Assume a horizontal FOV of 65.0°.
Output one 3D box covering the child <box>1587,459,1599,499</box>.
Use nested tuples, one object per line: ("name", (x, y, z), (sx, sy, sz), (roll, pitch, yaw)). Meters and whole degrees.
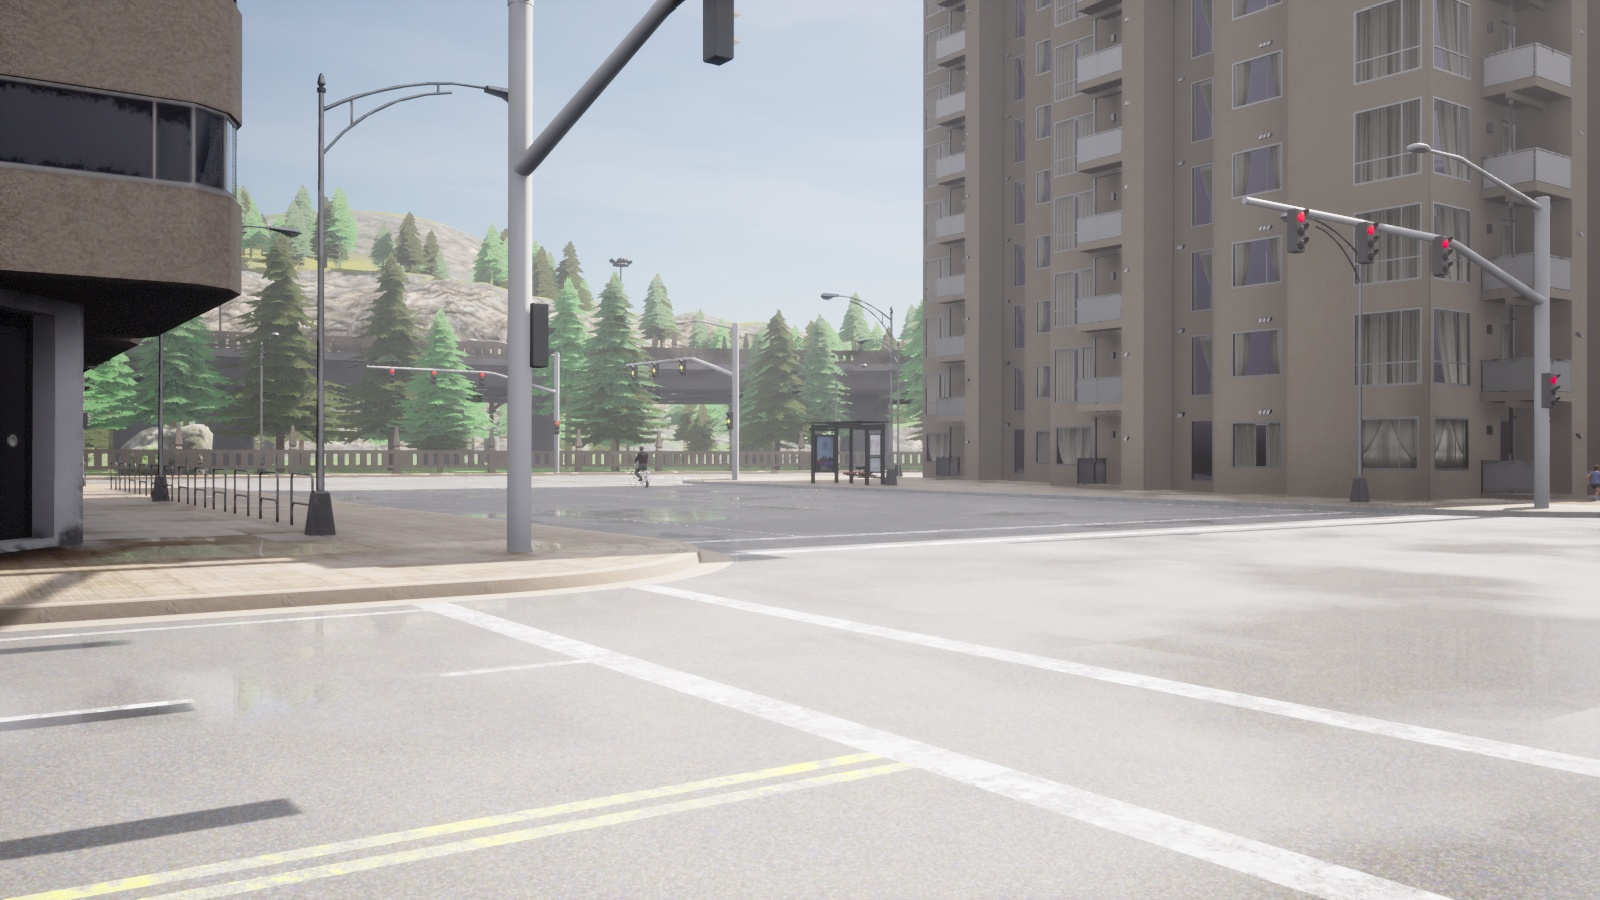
("child", (22.692, 0.823, 35.805), (0.394, 1.110, 0.255), (0, 0, -28))
